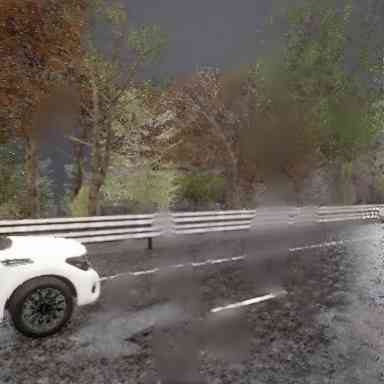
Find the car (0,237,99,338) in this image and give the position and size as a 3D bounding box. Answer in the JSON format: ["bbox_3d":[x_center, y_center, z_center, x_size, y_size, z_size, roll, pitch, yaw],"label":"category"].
[{"bbox_3d":[-4.306,1.229,4.964,5.566,2.045,2.150,0,0,-35],"label":"car"}]

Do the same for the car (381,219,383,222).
[{"bbox_3d":[7.017,1.497,8.654,4.902,1.511,2.128,0,0,-35],"label":"car"}]

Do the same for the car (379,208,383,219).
[{"bbox_3d":[10.728,1.325,15.424,4.718,1.301,1.895,7,7,-35],"label":"car"}]
